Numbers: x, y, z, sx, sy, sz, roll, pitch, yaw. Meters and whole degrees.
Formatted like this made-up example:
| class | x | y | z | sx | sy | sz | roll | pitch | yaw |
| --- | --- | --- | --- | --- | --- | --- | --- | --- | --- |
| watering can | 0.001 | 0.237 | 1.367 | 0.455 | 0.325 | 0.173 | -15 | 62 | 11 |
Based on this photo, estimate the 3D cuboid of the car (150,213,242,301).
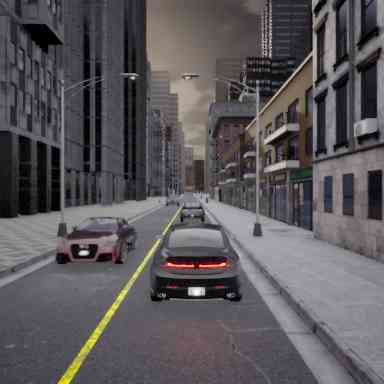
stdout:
| class | x | y | z | sx | sy | sz | roll | pitch | yaw |
| --- | --- | --- | --- | --- | --- | --- | --- | --- | --- |
| car | 0.085 | 1.507 | 8.292 | 1.837 | 1.490 | 4.892 | 0 | 0 | 0 |

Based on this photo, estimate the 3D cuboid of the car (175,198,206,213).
| class | x | y | z | sx | sy | sz | roll | pitch | yaw |
| --- | --- | --- | --- | --- | --- | --- | --- | --- | --- |
| car | 0.047 | 1.508 | 26.311 | 2.128 | 1.511 | 4.902 | 0 | 0 | 0 |

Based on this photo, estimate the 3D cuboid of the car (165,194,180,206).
| class | x | y | z | sx | sy | sz | roll | pitch | yaw |
| --- | --- | --- | --- | --- | --- | --- | --- | --- | --- |
| car | -3.103 | 1.324 | 54.699 | 2.150 | 2.045 | 5.566 | 0 | 0 | 0 |

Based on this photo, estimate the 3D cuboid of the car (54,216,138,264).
| class | x | y | z | sx | sy | sz | roll | pitch | yaw |
| --- | --- | --- | --- | --- | --- | --- | --- | --- | --- |
| car | -3.121 | 1.567 | 11.607 | 1.994 | 1.385 | 4.181 | 0 | 0 | 0 |
